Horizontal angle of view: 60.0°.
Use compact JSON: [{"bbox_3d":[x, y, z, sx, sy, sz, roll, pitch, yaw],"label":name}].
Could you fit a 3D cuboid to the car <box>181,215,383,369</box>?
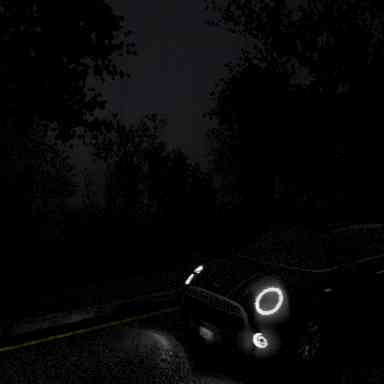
[{"bbox_3d":[2.028,1.352,5.863,4.553,1.767,2.097,0,0,-35],"label":"car"}]
